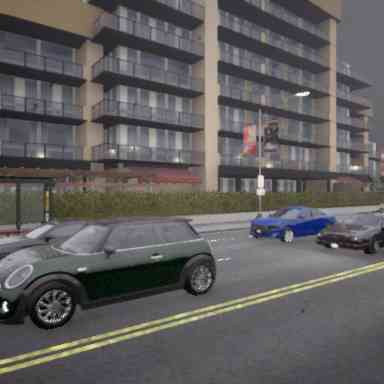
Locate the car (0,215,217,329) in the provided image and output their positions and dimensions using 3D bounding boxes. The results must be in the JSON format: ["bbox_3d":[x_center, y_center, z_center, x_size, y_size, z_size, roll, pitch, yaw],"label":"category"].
[{"bbox_3d":[-1.704,1.350,7.072,4.553,1.767,2.097,0,0,-35],"label":"car"}]

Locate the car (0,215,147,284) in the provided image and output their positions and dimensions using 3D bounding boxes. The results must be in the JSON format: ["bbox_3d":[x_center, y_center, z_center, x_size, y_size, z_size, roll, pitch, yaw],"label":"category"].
[{"bbox_3d":[-3.850,1.524,9.843,4.674,1.442,1.812,0,0,-36],"label":"car"}]

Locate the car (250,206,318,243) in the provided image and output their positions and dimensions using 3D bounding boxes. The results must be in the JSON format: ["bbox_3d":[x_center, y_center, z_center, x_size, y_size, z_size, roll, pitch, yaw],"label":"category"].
[{"bbox_3d":[4.978,1.470,16.147,5.008,1.535,1.882,0,0,-36],"label":"car"}]

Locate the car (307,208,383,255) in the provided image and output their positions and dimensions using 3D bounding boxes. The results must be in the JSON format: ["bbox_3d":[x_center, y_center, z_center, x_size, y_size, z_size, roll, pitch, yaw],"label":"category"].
[{"bbox_3d":[7.292,1.540,13.494,5.357,1.411,2.033,0,0,-35],"label":"car"}]
